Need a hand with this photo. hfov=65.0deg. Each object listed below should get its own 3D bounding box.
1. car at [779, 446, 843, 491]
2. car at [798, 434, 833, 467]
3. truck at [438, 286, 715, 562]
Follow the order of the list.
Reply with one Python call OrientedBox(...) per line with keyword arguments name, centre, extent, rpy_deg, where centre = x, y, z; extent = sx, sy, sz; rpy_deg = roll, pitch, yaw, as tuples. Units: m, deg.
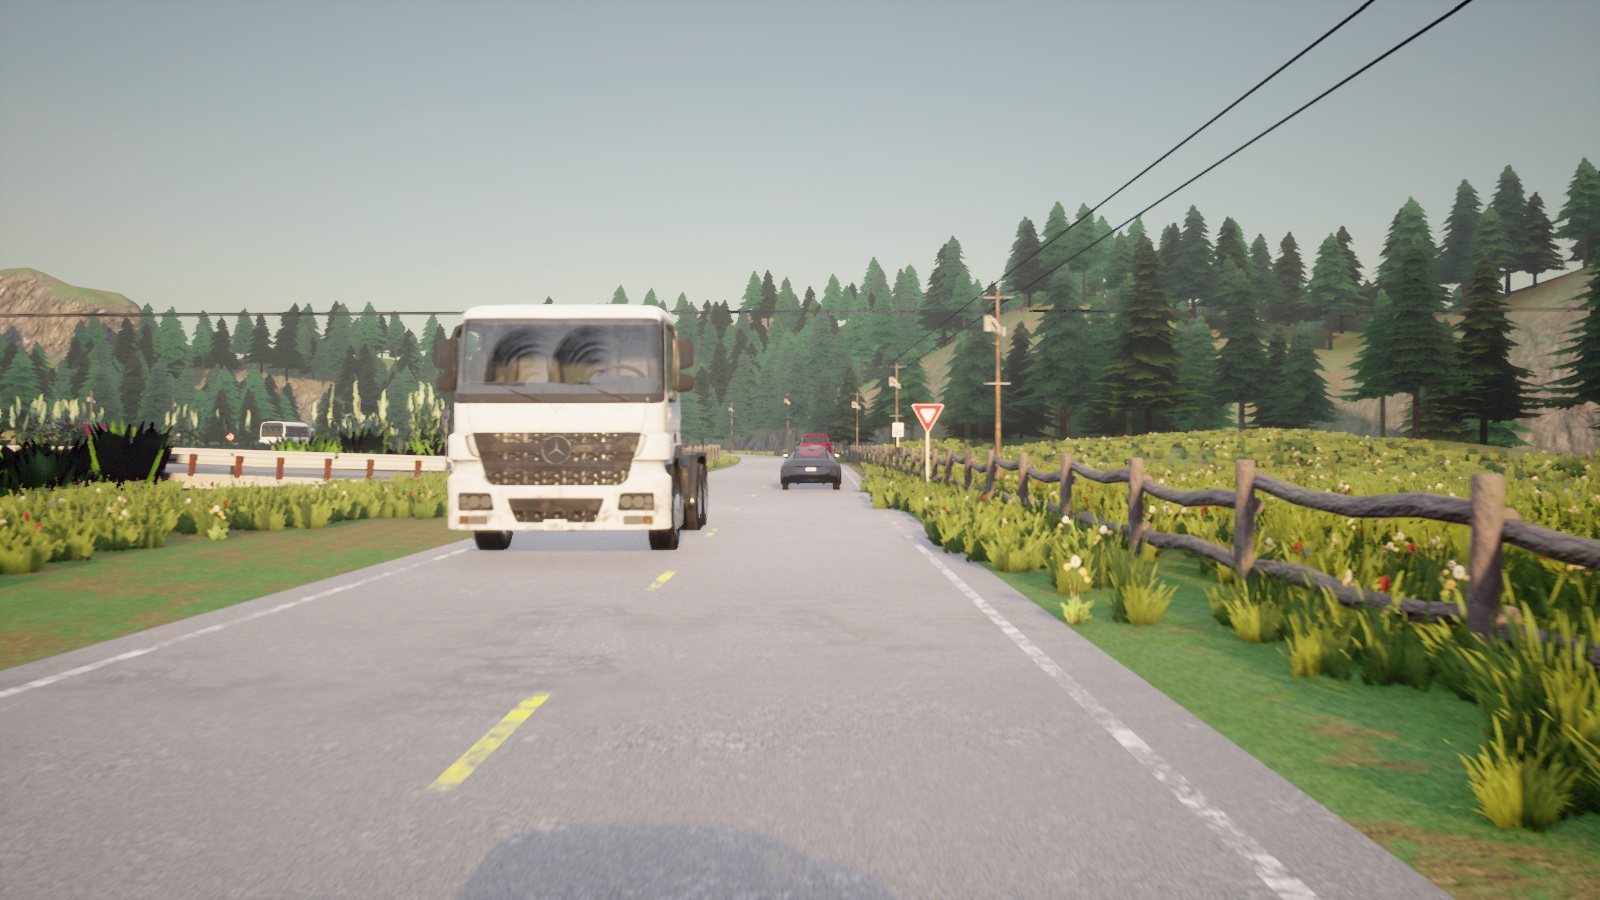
OrientedBox(name="car", centre=(0.373, 0.575, 41.758), extent=(1.994, 1.385, 4.181), rpy_deg=(0, 0, 1))
OrientedBox(name="car", centre=(0.965, 0.011, 80.603), extent=(2.150, 2.045, 5.566), rpy_deg=(0, 0, 0))
OrientedBox(name="truck", centre=(-3.073, -0.349, 19.697), extent=(2.891, 3.462, 7.936), rpy_deg=(0, 0, 0))
